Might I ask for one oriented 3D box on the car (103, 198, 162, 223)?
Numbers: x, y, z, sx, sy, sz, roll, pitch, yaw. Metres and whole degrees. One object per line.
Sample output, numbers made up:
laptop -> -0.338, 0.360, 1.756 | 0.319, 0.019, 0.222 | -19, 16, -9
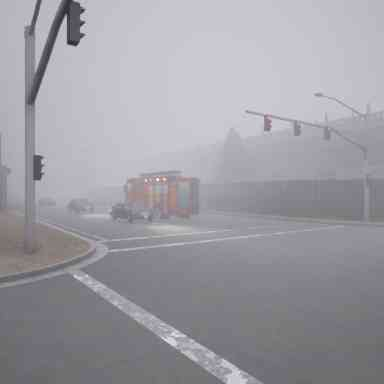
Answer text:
car -> -4.612, 1.438, 25.166 | 2.128, 1.511, 4.902 | 0, 0, -35

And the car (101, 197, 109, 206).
car -> -13.722, 1.439, 50.808 | 2.128, 1.511, 4.902 | 0, 0, -34

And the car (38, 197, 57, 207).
car -> -22.000, 1.495, 50.358 | 2.033, 1.411, 5.357 | 0, 0, -34

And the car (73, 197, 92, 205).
car -> -19.555, 1.549, 59.123 | 1.895, 1.301, 4.718 | 0, 0, -35

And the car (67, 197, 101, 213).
car -> -11.976, 1.437, 35.774 | 2.128, 1.511, 4.902 | 0, 0, -35

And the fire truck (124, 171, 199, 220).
fire truck -> -2.920, 0.286, 29.058 | 2.891, 3.827, 8.468 | 0, 0, -35
